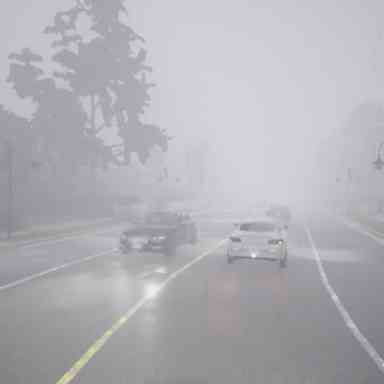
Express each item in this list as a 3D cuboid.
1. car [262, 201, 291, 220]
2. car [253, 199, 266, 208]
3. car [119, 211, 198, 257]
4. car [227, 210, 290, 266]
[{"bbox_3d":[7.341,1.731,28.240,1.994,1.385,4.181,1,0,17],"label":"car"},{"bbox_3d":[10.769,1.806,51.946,1.812,1.442,4.674,1,0,17],"label":"car"},{"bbox_3d":[-1.125,1.516,13.170,2.128,1.511,4.902,1,0,16],"label":"car"},{"bbox_3d":[2.404,1.585,11.781,1.812,1.442,4.674,1,0,16],"label":"car"}]
